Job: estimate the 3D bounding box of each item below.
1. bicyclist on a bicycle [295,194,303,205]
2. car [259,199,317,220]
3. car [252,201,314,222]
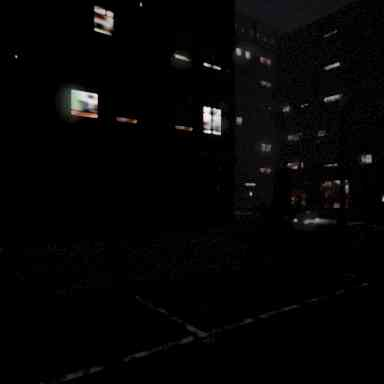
[{"bbox_3d":[11.564,1.010,36.264,1.656,1.620,0.582,0,1,-36],"label":"bicyclist on a bicycle"},{"bbox_3d":[7.643,1.339,26.800,1.994,1.385,4.181,0,1,-36],"label":"car"},{"bbox_3d":[6.317,1.341,24.244,2.008,1.369,4.403,1,0,-36],"label":"car"}]
